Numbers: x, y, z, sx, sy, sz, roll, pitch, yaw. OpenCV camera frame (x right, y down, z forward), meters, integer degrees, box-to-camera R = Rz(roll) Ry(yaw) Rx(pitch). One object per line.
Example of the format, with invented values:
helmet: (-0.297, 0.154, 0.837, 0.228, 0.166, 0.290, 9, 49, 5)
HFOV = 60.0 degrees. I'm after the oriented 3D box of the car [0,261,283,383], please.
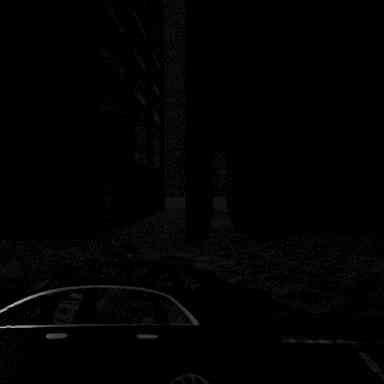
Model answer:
car: (-1.202, 1.560, 3.976, 4.403, 1.369, 2.008, 0, 0, 4)
